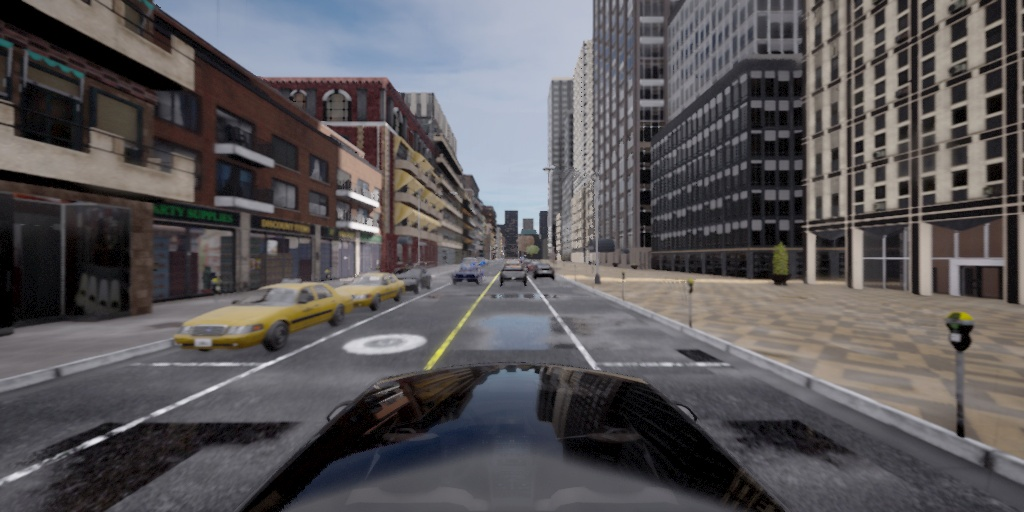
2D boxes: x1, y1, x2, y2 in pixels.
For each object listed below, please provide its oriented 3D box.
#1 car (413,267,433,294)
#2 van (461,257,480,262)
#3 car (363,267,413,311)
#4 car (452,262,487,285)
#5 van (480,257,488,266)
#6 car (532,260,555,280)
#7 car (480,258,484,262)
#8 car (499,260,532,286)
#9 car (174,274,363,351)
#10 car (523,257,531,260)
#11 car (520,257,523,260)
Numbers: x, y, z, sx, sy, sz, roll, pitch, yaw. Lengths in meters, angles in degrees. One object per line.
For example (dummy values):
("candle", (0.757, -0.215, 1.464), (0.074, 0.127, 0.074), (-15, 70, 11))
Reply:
("car", (-5.690, 1.314, 20.227), (1.948, 1.339, 4.313), (0, 0, 0))
("van", (-5.691, 1.105, 47.842), (1.690, 1.789, 3.998), (0, 0, 0))
("car", (-5.690, 1.273, 14.536), (1.751, 1.417, 4.829), (0, 0, 0))
("car", (-3.100, 1.351, 25.813), (1.895, 1.301, 4.718), (0, 0, 0))
("van", (-5.692, 1.119, 64.410), (1.690, 1.789, 3.998), (0, 0, 0))
("car", (2.690, 1.318, 31.273), (1.948, 1.339, 4.313), (0, 0, 0))
("car", (-5.691, 1.314, 53.365), (1.888, 1.381, 4.507), (0, 0, 0))
("car", (0.100, 1.241, 25.674), (2.128, 1.511, 4.902), (0, 0, 0))
("car", (-5.689, 1.274, 9.012), (1.751, 1.417, 4.829), (0, 0, 0))
("car", (2.690, 1.200, 42.318), (1.967, 1.591, 4.097), (0, 0, 0))
("car", (0.097, 1.239, 44.315), (1.882, 1.535, 5.008), (0, 0, 0))
